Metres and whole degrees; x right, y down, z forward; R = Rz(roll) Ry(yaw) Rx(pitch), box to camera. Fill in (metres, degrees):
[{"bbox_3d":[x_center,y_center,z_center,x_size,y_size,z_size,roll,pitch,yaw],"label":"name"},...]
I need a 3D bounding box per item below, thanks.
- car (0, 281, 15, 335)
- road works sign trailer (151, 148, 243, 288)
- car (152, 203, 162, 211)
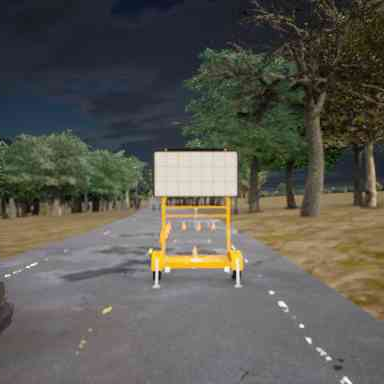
[{"bbox_3d":[-3.553,1.579,2.562,2.033,1.411,5.357,0,0,1],"label":"car"},{"bbox_3d":[0.111,0.554,9.532,2.380,3.560,2.880,0,-1,-1],"label":"road works sign trailer"},{"bbox_3d":[-6.624,2.784,63.041,2.128,1.511,4.902,0,-2,-6],"label":"car"}]
